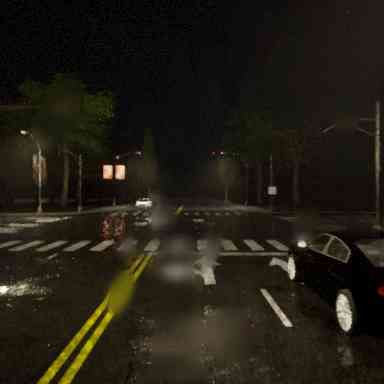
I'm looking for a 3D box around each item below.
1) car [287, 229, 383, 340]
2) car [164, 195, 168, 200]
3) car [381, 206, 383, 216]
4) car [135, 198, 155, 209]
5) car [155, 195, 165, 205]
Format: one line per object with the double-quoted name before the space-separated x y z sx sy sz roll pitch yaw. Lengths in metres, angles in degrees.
"car" 3.354 1.475 6.668 1.882 1.535 5.008 0 0 1
"car" -6.490 1.350 76.463 1.812 1.442 4.674 0 0 0
"car" 18.824 1.477 29.314 4.674 1.442 1.812 0 0 -1
"car" -6.571 1.585 45.822 1.812 1.442 4.674 0 0 0
"car" -6.526 1.728 61.092 1.895 1.301 4.718 0 0 1
